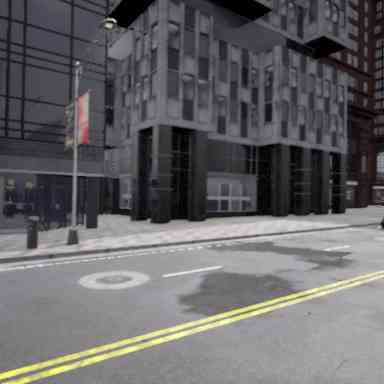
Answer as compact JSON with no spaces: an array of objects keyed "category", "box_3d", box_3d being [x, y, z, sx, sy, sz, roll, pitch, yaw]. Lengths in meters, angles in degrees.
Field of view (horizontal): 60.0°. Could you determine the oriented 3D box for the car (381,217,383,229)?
[{"category":"car","box_3d":[14.225,1.746,21.815,4.181,1.385,1.994,1,0,-35]}]
